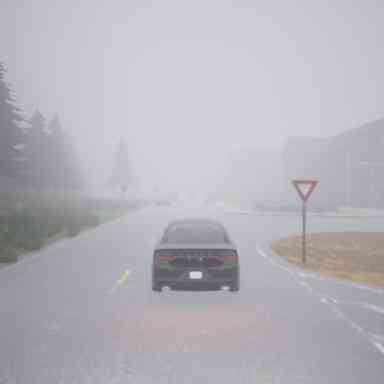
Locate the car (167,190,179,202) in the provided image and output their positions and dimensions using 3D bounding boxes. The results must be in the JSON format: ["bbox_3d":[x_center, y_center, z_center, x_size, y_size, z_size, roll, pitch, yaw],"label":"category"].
[{"bbox_3d":[-3.542,0.735,58.498,2.150,2.045,5.566,0,1,1],"label":"car"}]

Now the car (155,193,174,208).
[{"bbox_3d":[-3.587,1.175,42.133,1.812,1.442,4.674,0,0,0],"label":"car"}]

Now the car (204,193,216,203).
[{"bbox_3d":[2.979,0.991,55.862,1.816,1.474,4.193,-6,1,-2],"label":"car"}]

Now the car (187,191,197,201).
[{"bbox_3d":[0.008,0.987,67.413,2.033,1.411,5.357,0,0,0],"label":"car"}]

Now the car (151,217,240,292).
[{"bbox_3d":[0.082,1.404,8.793,1.882,1.535,5.008,0,0,0],"label":"car"}]
